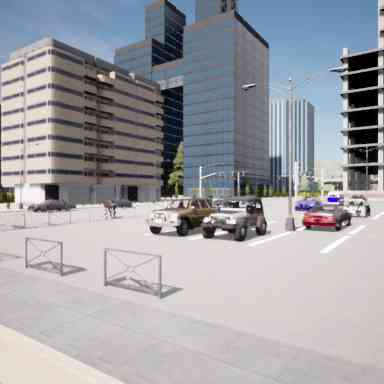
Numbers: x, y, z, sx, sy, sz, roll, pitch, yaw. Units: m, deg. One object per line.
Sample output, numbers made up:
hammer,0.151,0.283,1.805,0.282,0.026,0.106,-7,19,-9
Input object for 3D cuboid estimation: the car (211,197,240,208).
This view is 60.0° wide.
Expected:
car,5.155,1.542,50.462,2.033,1.411,5.357,0,0,33

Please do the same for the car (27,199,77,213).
car,-15.935,1.540,38.164,2.033,1.411,5.357,0,0,34

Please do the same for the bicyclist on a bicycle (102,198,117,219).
bicyclist on a bicycle,-6.500,1.298,26.216,1.656,1.620,0.582,0,0,34

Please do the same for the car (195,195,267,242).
car,2.114,1.155,15.603,1.905,1.878,3.866,0,0,34

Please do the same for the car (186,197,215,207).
car,1.342,1.486,51.135,2.128,1.511,4.902,0,0,34

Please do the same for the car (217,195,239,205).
car,6.380,1.346,58.768,2.097,1.767,4.553,0,0,34

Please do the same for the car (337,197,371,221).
car,14.116,1.394,28.578,1.970,1.475,3.806,0,0,34

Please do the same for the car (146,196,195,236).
car,-0.257,1.151,17.266,1.932,1.855,4.605,0,0,34

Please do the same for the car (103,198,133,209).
car,-10.309,1.557,46.537,1.994,1.385,4.181,0,0,35

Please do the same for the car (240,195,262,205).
car,10.415,1.347,58.340,2.097,1.767,4.553,0,0,34
